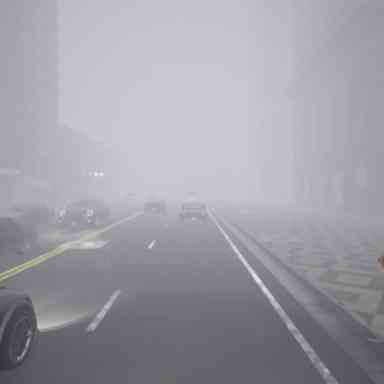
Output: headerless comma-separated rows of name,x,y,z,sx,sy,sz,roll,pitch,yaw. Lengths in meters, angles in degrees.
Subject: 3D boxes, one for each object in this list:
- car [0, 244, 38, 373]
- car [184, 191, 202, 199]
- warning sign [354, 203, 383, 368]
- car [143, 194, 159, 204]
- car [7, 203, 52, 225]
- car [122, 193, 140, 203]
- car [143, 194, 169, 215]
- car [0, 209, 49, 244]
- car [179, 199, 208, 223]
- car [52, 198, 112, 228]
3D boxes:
car,-3.150,1.538,2.980,1.994,1.385,4.181,0,1,0
car,0.102,0.846,44.941,2.150,2.045,5.566,0,1,0
warning sign,2.850,1.080,3.980,1.300,1.860,1.060,0,0,0
car,-6.542,1.056,53.623,1.837,1.490,4.892,0,1,1
car,-9.801,1.378,19.571,2.033,1.411,5.357,0,1,0
car,-9.792,0.906,53.453,2.097,1.767,4.553,0,0,1
car,-3.142,1.224,29.802,1.882,1.535,5.008,0,1,0
car,-6.593,1.460,10.083,2.033,1.411,5.357,0,0,0
car,0.104,1.400,23.576,1.895,1.301,4.718,0,0,0
car,-6.542,1.175,20.743,2.097,1.767,4.553,0,0,1
